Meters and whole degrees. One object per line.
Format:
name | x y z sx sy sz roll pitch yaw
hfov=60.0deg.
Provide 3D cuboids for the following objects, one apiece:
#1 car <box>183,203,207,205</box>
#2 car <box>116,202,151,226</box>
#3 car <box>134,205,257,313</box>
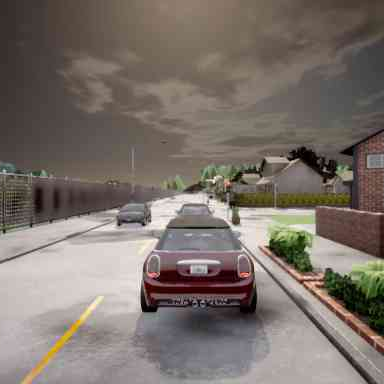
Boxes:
car | 0.152 1.351 17.538 2.097 1.767 4.553 0 0 0
car | -3.939 1.508 23.208 1.837 1.490 4.892 0 0 0
car | 0.120 1.352 7.840 2.097 1.767 4.553 0 0 0
